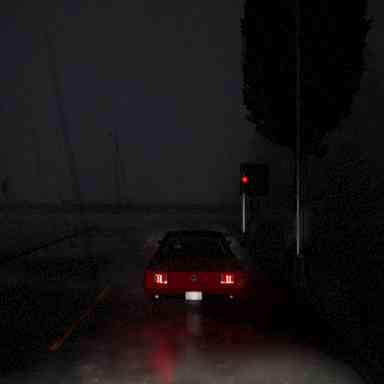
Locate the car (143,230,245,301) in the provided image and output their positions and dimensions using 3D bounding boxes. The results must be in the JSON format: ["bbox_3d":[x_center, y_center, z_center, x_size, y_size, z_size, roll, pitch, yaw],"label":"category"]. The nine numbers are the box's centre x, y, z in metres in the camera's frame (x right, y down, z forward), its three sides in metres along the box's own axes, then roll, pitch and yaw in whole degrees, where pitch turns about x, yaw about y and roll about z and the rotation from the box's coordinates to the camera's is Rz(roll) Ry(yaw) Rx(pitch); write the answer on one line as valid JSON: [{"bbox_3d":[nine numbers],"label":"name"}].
[{"bbox_3d":[0.064,1.601,8.276,1.895,1.301,4.718,0,0,1],"label":"car"}]
